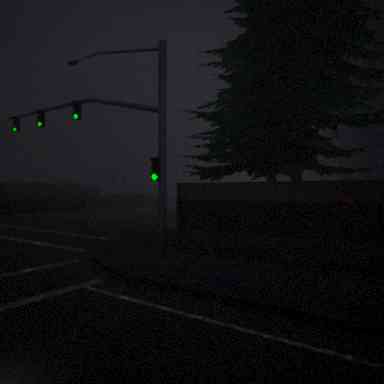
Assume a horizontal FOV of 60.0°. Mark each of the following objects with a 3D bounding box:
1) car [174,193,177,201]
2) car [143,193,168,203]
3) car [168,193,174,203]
[{"bbox_3d":[-4.831,1.303,74.258,3.806,1.475,1.970,0,0,35],"label":"car"},{"bbox_3d":[-8.028,1.061,69.686,4.605,1.855,1.932,0,0,35],"label":"car"},{"bbox_3d":[-6.512,1.271,71.901,3.905,1.438,1.784,0,0,35],"label":"car"}]
